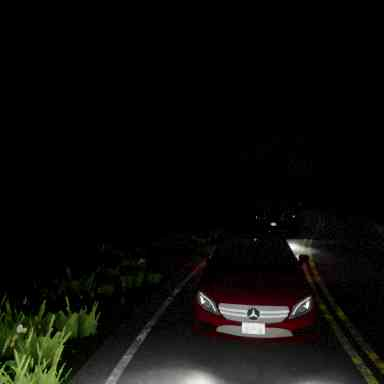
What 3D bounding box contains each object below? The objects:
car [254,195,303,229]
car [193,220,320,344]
[{"bbox_3d":[5.000,1.214,18.833,2.150,2.045,5.566,-2,-1,22],"label":"car"},{"bbox_3d":[1.229,1.534,6.661,1.812,1.442,4.674,-1,0,11],"label":"car"}]
